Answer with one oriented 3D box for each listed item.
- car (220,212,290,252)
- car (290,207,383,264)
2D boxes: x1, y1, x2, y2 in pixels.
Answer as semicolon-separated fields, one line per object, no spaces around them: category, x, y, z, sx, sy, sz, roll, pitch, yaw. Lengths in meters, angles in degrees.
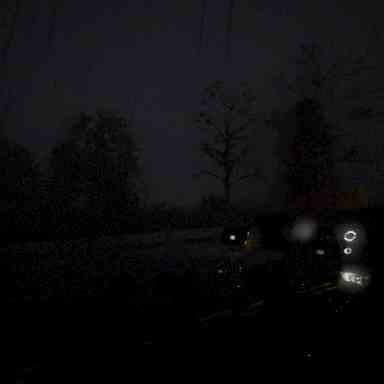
car;3.180;1.569;14.031;4.181;1.385;1.994;0;0;-36
car;5.929;1.357;12.016;4.553;1.767;2.097;0;0;-36
